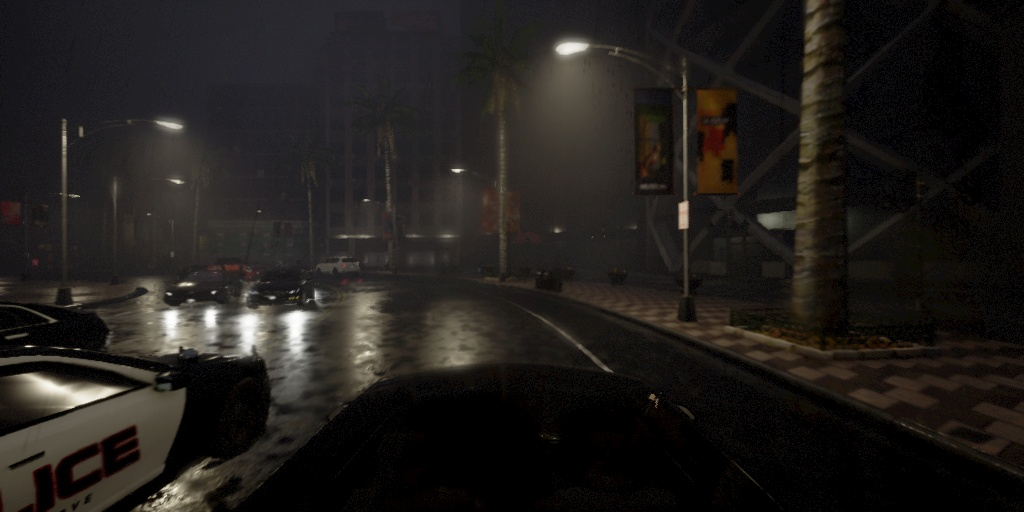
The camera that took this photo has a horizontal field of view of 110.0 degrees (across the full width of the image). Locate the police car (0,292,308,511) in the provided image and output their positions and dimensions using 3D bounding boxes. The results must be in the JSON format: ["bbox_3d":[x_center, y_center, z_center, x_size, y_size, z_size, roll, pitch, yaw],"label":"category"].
[{"bbox_3d":[-3.637,1.281,2.160,2.038,1.542,4.974,0,0,-2],"label":"police car"}]

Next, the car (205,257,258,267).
[{"bbox_3d":[-18.269,0.865,23.228,2.097,1.767,4.553,0,0,-42],"label":"car"}]

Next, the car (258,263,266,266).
[{"bbox_3d":[-21.562,1.476,30.509,4.718,1.301,1.895,0,0,36],"label":"car"}]

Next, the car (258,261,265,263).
[{"bbox_3d":[-30.930,1.406,43.030,5.008,1.535,1.882,0,0,19],"label":"car"}]

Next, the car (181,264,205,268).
[{"bbox_3d":[-25.276,1.406,28.919,4.892,1.490,1.837,-1,0,33],"label":"car"}]

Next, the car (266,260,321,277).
[{"bbox_3d":[-15.667,1.020,25.570,2.128,1.511,4.902,0,0,-42],"label":"car"}]

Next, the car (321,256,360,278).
[{"bbox_3d":[-17.607,1.072,36.258,5.566,2.045,2.150,-1,0,37],"label":"car"}]

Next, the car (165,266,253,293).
[{"bbox_3d":[-13.862,1.378,16.527,2.033,1.411,5.357,0,0,-27],"label":"car"}]

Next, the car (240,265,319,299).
[{"bbox_3d":[-9.768,1.313,15.455,1.837,1.490,4.892,0,0,-23],"label":"car"}]

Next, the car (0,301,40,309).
[{"bbox_3d":[-7.402,1.298,3.809,1.837,1.490,4.892,0,0,-4],"label":"car"}]
